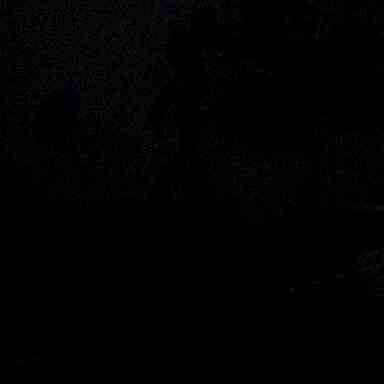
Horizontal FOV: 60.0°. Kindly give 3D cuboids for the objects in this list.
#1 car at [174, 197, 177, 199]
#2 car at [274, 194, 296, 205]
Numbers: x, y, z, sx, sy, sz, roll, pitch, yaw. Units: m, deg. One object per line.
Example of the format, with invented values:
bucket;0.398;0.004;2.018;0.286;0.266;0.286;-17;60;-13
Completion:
car;-2.604;0.833;75.675;1.994;1.385;4.181;-1;1;-35
car;13.946;1.101;52.128;1.882;1.535;5.008;-1;1;-35
